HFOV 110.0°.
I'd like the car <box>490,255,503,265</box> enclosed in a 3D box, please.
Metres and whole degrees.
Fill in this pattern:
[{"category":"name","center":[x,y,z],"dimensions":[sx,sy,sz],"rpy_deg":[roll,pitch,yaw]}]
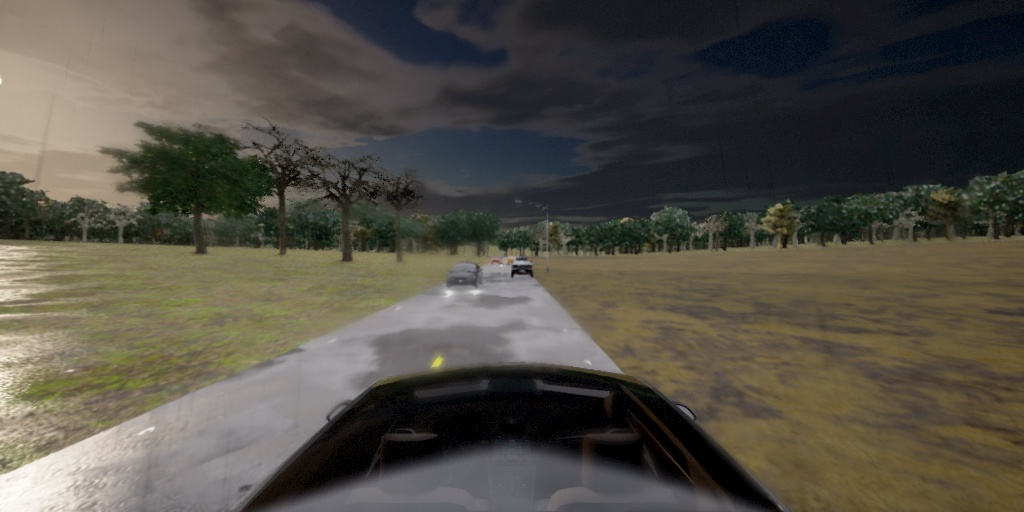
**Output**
[{"category":"car","center":[-2.727,0.618,63.133],"dimensions":[2.097,1.767,4.553],"rpy_deg":[0,1,1]}]

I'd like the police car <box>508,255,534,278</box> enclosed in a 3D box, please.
[{"category":"police car","center":[0.845,0.974,31.447],"dimensions":[1.930,1.638,5.238],"rpy_deg":[0,0,0]}]

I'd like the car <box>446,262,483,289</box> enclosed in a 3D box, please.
[{"category":"car","center":[-2.820,1.125,22.158],"dimensions":[1.837,1.490,4.892],"rpy_deg":[0,0,0]}]
